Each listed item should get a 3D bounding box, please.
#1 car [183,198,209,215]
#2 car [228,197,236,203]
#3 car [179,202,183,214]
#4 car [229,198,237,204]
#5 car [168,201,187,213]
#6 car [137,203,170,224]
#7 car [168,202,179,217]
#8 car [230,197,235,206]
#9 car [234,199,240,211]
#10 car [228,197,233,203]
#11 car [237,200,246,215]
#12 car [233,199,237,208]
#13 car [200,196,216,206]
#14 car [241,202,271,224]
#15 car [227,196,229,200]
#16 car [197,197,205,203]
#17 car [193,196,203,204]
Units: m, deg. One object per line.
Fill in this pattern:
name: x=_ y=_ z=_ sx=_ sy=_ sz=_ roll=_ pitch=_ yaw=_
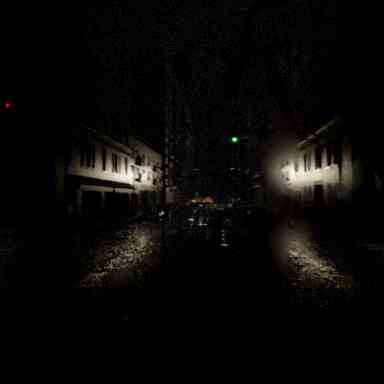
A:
car: x=0.533 y=1.835 z=38.108 sx=2.128 sy=1.511 sz=4.902 roll=-1 pitch=0 yaw=5
car: x=11.070 y=2.161 z=92.727 sx=1.967 sy=1.590 sz=4.097 roll=0 pitch=0 yaw=5
car: x=-2.303 y=1.911 z=38.381 sx=2.008 sy=1.369 sz=4.403 roll=0 pitch=0 yaw=5
car: x=10.093 y=2.216 z=81.708 sx=1.802 sy=1.307 sz=4.206 roll=0 pitch=0 yaw=5
car: x=-1.815 y=1.950 z=43.889 sx=1.887 sy=1.381 sz=4.507 roll=0 pitch=0 yaw=5
car: x=-3.279 y=1.854 z=27.366 sx=1.802 sy=1.307 sz=4.206 roll=0 pitch=0 yaw=5
car: x=-2.791 y=1.882 z=32.873 sx=1.947 sy=1.339 sz=4.313 roll=0 pitch=0 yaw=5
car: x=7.654 y=1.983 z=54.163 sx=1.947 sy=1.339 sz=4.313 roll=0 pitch=0 yaw=5
car: x=6.190 y=1.836 z=37.636 sx=2.008 sy=1.369 sz=4.403 roll=0 pitch=0 yaw=5
car: x=8.629 y=2.055 z=65.181 sx=2.008 sy=1.369 sz=4.403 roll=0 pitch=0 yaw=5
car: x=5.702 y=1.785 z=32.127 sx=1.887 sy=1.381 sz=4.507 roll=0 pitch=0 yaw=5
car: x=6.678 y=1.874 z=43.145 sx=1.887 sy=1.381 sz=4.507 roll=0 pitch=0 yaw=5
car: x=3.375 y=1.945 z=70.201 sx=2.097 sy=1.767 sz=4.553 roll=-1 pitch=0 yaw=5
car: x=5.214 y=1.762 z=26.618 sx=1.947 sy=1.339 sz=4.313 roll=0 pitch=0 yaw=5
car: x=9.606 y=2.157 z=76.199 sx=1.947 sy=1.339 sz=4.313 roll=0 pitch=0 yaw=5
car: x=2.576 y=2.236 z=93.457 sx=1.967 sy=1.590 sz=4.097 roll=0 pitch=0 yaw=5
car: x=1.601 y=2.024 z=82.443 sx=2.192 sy=1.841 sz=5.009 roll=0 pitch=0 yaw=5
